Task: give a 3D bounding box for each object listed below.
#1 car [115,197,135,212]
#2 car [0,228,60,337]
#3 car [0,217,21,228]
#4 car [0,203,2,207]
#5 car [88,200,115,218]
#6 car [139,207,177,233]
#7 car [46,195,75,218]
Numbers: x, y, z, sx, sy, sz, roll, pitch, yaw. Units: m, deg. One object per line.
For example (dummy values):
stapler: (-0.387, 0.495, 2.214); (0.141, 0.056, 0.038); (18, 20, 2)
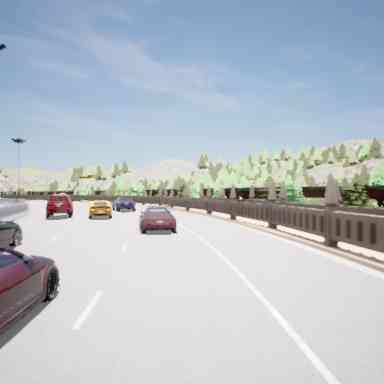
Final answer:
car: (-8.345, 1.382, 40.292); (2.097, 1.767, 4.553); (0, 0, -22)
car: (-3.793, 1.578, 5.577); (1.994, 1.385, 4.181); (0, 0, -3)
car: (-7.918, 1.522, 12.153); (2.128, 1.511, 4.902); (0, 0, -7)
car: (-22.437, 1.610, 37.298); (1.812, 1.442, 4.674); (0, 0, -25)
car: (-8.389, 1.508, 30.270); (1.882, 1.535, 5.008); (0, 0, -17)
car: (-2.110, 1.571, 19.779); (1.994, 1.385, 4.181); (0, 0, -11)
car: (-12.234, 1.267, 30.953); (2.150, 2.045, 5.566); (0, 0, -18)
